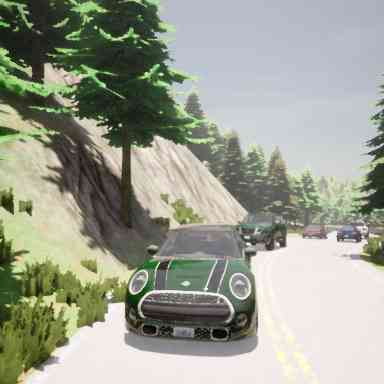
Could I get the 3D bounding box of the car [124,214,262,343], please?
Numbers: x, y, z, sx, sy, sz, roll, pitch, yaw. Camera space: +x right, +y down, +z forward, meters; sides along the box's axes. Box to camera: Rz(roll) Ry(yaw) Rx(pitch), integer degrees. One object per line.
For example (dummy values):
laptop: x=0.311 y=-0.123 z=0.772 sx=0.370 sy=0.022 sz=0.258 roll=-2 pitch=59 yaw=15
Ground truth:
car: x=0.230 y=1.484 z=6.961 sx=2.097 sy=1.767 sz=4.553 roll=0 pitch=-2 yaw=9

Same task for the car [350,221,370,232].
car: x=20.244 y=4.628 z=40.478 sx=2.150 sy=2.045 sz=5.566 roll=0 pitch=-6 yaw=30

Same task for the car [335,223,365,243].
car: x=14.956 y=3.982 z=31.582 sx=1.812 sy=1.442 sz=4.674 roll=0 pitch=-6 yaw=31

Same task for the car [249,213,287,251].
car: x=4.086 y=2.238 z=19.547 sx=2.150 sy=2.045 sz=5.566 roll=0 pitch=-5 yaw=27

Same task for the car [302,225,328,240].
car: x=12.609 y=4.092 z=34.109 sx=1.812 sy=1.442 sz=4.674 roll=0 pitch=-5 yaw=31
